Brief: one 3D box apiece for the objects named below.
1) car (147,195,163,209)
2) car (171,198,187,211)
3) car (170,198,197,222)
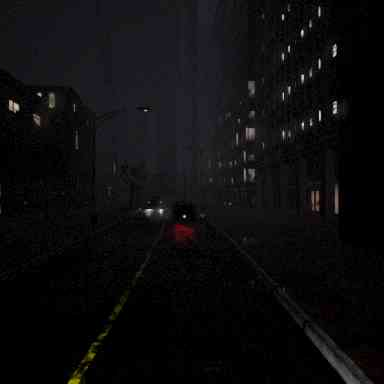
[{"bbox_3d":[-4.872,1.331,44.144,2.097,1.767,4.553,0,0,-5],"label":"car"},{"bbox_3d":[-1.697,1.511,41.494,1.812,1.442,4.674,0,0,-5],"label":"car"},{"bbox_3d":[-0.658,1.501,26.332,1.837,1.490,4.892,0,0,-3],"label":"car"}]
